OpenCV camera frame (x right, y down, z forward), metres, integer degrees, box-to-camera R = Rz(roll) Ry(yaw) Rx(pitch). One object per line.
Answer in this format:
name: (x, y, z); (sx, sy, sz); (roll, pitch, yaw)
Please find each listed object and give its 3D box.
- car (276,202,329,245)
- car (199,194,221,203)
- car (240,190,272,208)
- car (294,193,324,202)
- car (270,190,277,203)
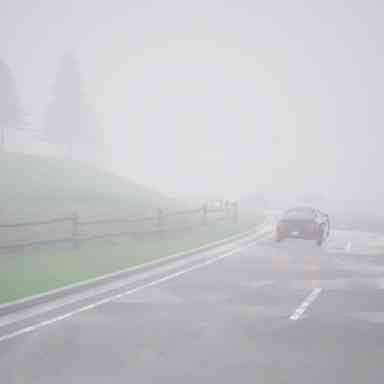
car: (4.991, 1.383, 14.803); (1.812, 1.442, 4.674); (0, 1, 27)
car: (3.130, 1.085, 59.030); (2.128, 1.511, 4.902); (-1, 0, -37)
car: (7.791, 1.008, 42.216); (2.097, 1.767, 4.553); (-1, 0, -14)
car: (16.871, 0.880, 48.216); (2.097, 1.767, 4.553); (-1, 1, -19)
car: (11.179, 0.769, 53.401); (2.150, 2.045, 5.566); (0, 0, -29)
